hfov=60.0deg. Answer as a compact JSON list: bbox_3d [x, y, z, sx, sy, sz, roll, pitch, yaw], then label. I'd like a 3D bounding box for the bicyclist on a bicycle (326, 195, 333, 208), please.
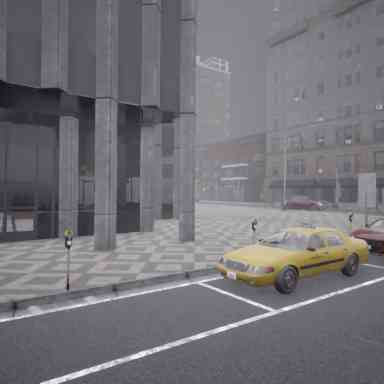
[{"bbox_3d":[16.356,1.159,39.546,1.656,1.620,0.582,0,0,-35],"label":"bicyclist on a bicycle"}]

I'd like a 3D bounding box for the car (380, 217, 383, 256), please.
[{"bbox_3d":[7.555,1.548,12.160,4.507,1.381,1.887,0,1,-36],"label":"car"}]

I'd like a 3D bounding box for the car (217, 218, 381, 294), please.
[{"bbox_3d":[2.841,1.527,8.790,4.829,1.417,1.752,0,1,-36],"label":"car"}]

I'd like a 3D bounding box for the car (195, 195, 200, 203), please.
[{"bbox_3d":[-0.593,1.089,58.195,2.128,1.511,4.902,1,0,-35],"label":"car"}]

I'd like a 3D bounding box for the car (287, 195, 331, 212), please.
[{"bbox_3d":[12.141,1.160,34.702,2.097,1.767,4.553,1,0,-35],"label":"car"}]
